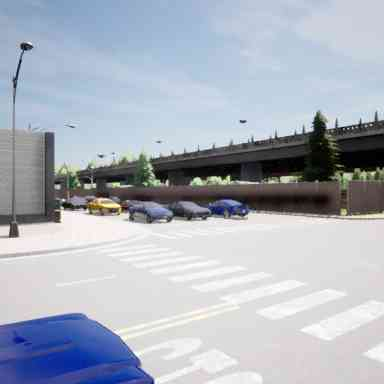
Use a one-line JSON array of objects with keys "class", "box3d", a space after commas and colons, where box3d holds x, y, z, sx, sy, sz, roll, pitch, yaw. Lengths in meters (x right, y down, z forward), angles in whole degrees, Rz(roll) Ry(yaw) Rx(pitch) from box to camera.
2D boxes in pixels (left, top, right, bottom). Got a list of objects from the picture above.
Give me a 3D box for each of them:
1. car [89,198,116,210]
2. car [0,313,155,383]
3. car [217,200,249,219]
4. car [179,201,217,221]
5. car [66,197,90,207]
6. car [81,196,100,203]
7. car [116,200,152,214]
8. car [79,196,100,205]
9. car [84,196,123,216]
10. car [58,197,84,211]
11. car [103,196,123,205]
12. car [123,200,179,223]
[{"class": "car", "box3d": [-11.454, 1.470, 42.542, 1.812, 1.442, 4.674, 0, 0, -36]}, {"class": "car", "box3d": [-2.530, 1.601, 1.971, 4.718, 1.301, 1.895, 0, 0, -36]}, {"class": "car", "box3d": [2.760, 1.422, 29.029, 1.882, 1.535, 5.008, 0, 0, -35]}, {"class": "car", "box3d": [-0.629, 1.492, 27.367, 2.033, 1.411, 5.357, 0, 0, -36]}, {"class": "car", "box3d": [-17.486, 1.492, 50.986, 2.033, 1.411, 5.357, 0, 0, -35]}, {"class": "car", "box3d": [-20.746, 1.488, 67.792, 2.033, 1.411, 5.357, 0, 0, -36]}, {"class": "car", "box3d": [-6.199, 1.545, 35.169, 1.895, 1.301, 4.718, 0, 0, -36]}, {"class": "car", "box3d": [-17.845, 1.422, 57.813, 1.882, 1.535, 5.008, 0, 0, -36]}, {"class": "car", "box3d": [-8.597, 1.422, 32.501, 1.882, 1.535, 5.008, 0, 0, -36]}, {"class": "car", "box3d": [-14.294, 1.492, 40.480, 2.033, 1.411, 5.357, 0, 0, -35]}, {"class": "car", "box3d": [-13.996, 1.508, 58.448, 1.994, 1.385, 4.181, 0, 0, -36]}, {"class": "car", "box3d": [-3.205, 1.470, 24.961, 1.812, 1.442, 4.674, 0, 0, -36]}]
